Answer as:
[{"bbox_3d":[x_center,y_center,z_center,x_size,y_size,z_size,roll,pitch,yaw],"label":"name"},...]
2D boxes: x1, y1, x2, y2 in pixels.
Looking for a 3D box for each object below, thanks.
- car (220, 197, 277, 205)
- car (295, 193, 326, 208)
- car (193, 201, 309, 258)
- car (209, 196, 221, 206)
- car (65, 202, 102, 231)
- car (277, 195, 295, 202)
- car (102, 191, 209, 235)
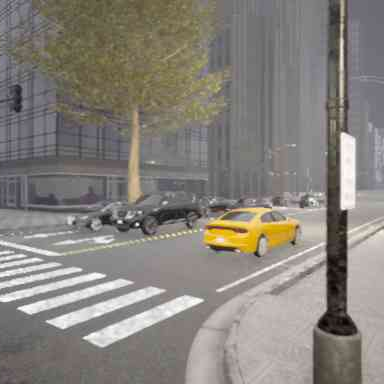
[{"bbox_3d":[4.485,1.152,25.682,1.837,1.490,4.892,0,1,38],"label":"car"},{"bbox_3d":[13.654,0.943,37.392,1.837,1.490,4.892,0,1,38],"label":"car"},{"bbox_3d":[2.426,1.322,12.384,1.882,1.535,5.008,0,1,39],"label":"car"},{"bbox_3d":[1.472,1.131,27.105,2.128,1.511,4.902,0,1,38],"label":"car"},{"bbox_3d":[-4.802,1.271,19.062,2.128,1.511,4.902,0,1,38],"label":"car"},{"bbox_3d":[10.780,0.990,38.995,1.994,1.385,4.181,0,1,38],"label":"car"},{"bbox_3d":[-1.702,1.007,17.754,2.150,2.045,5.566,0,1,37],"label":"car"}]
